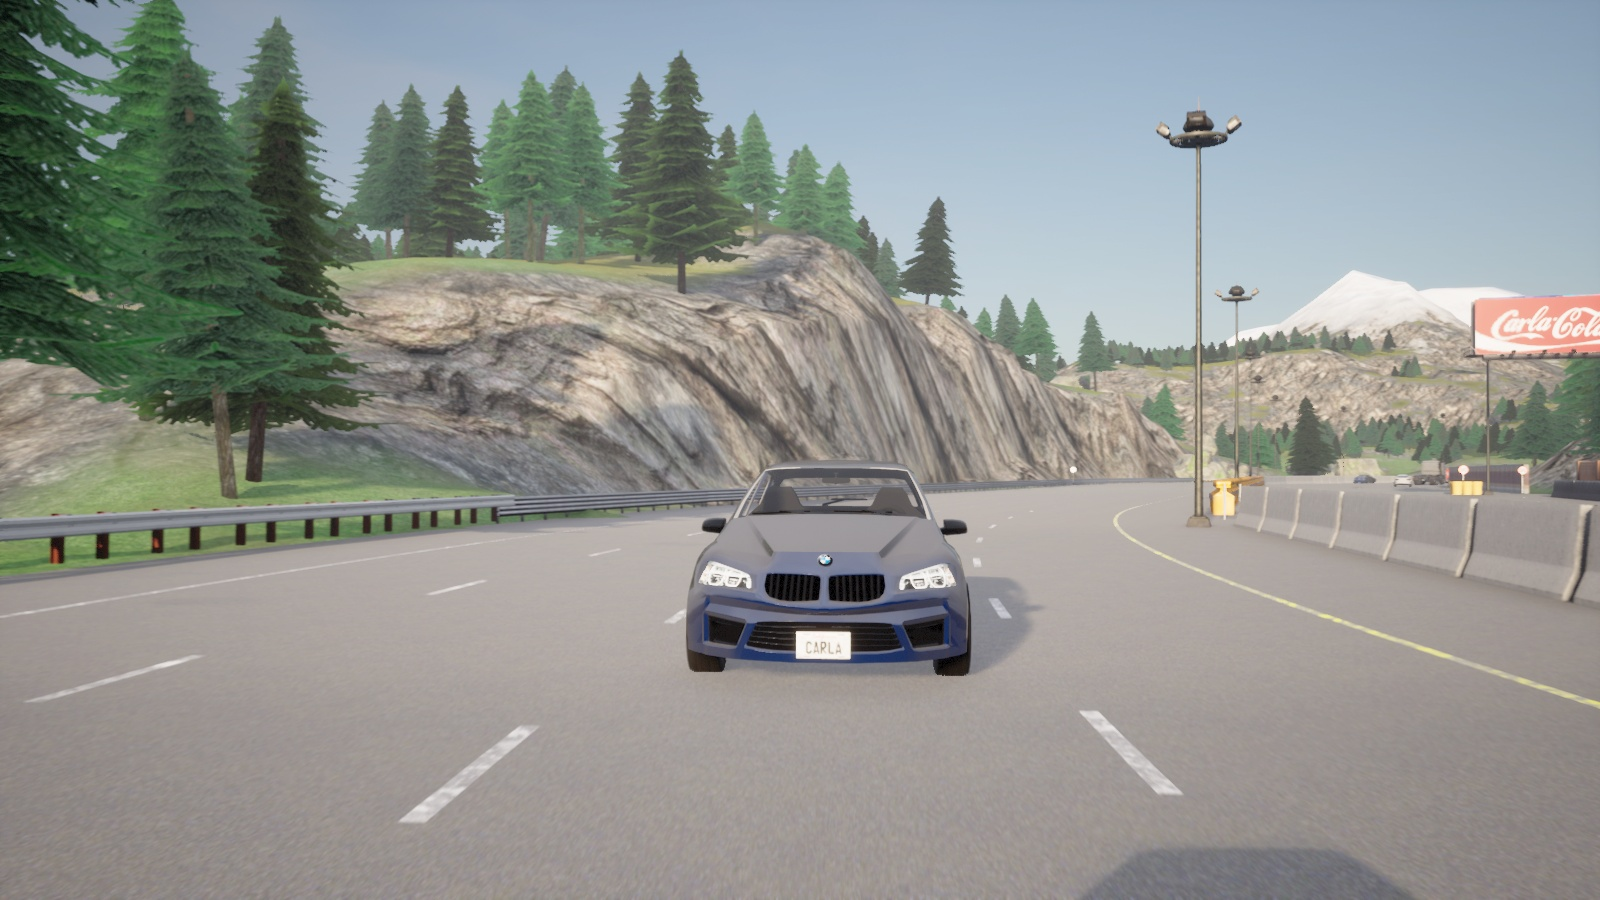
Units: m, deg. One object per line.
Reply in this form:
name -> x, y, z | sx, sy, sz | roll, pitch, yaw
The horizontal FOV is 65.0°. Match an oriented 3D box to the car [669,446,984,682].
car -> 0.337, 0.846, 11.240 | 2.242, 1.667, 4.611 | 0, -1, 4
